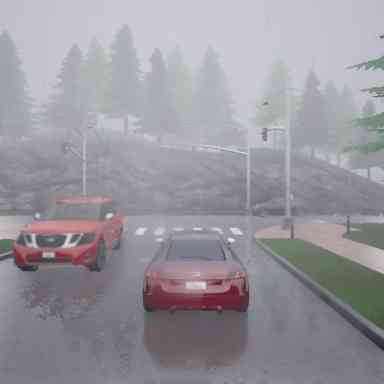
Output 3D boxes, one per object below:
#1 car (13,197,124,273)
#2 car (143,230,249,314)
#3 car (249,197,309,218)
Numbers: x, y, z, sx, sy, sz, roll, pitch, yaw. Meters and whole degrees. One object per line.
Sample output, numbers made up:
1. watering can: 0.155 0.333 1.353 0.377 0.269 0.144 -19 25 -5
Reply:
1. car: -3.678 1.220 11.086 2.150 2.045 5.566 0 0 -2
2. car: 0.084 1.564 7.685 1.994 1.385 4.181 0 0 0
3. car: 7.035 1.190 27.238 4.553 1.767 2.097 0 0 0
